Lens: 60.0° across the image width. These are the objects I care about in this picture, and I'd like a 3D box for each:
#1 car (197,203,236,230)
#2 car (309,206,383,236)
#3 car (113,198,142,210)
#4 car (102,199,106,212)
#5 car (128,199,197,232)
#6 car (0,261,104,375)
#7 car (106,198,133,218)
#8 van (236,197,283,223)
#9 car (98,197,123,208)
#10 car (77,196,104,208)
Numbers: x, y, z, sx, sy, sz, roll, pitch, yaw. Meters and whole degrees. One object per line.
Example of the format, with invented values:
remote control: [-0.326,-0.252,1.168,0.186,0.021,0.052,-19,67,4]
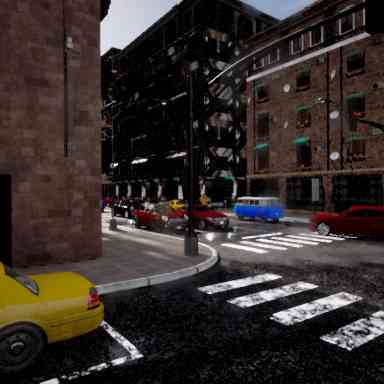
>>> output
car: [0.416,1.508,21.261,1.812,1.442,4.674,-1,0,-34]
car: [8.484,1.446,16.711,5.008,1.535,1.882,0,2,30]
car: [-8.417,1.463,43.244,1.887,1.381,4.507,-1,0,-36]
car: [-11.903,1.182,38.205,2.150,2.045,5.566,-1,0,-36]
car: [-1.883,1.441,20.016,1.967,1.590,4.097,0,0,-36]
car: [-3.574,1.525,4.015,4.829,1.417,1.752,0,0,-36]
car: [-5.630,1.473,29.566,1.837,1.490,4.892,-1,0,-36]
van: [4.904,1.280,24.931,1.690,1.788,3.998,0,0,-36]
car: [-11.748,1.463,47.822,1.887,1.381,4.507,-1,0,-36]
car: [-14.390,1.429,46.955,2.128,1.511,4.902,-1,0,-35]
